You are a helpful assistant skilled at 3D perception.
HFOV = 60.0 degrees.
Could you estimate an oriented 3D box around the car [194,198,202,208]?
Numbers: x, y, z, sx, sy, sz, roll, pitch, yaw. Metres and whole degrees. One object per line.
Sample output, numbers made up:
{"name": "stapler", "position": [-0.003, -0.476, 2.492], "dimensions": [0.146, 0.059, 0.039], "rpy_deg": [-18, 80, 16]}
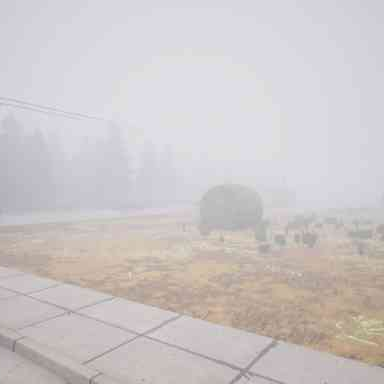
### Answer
{"name": "car", "position": [2.043, 1.552, 47.183], "dimensions": [1.812, 1.442, 4.674], "rpy_deg": [0, 0, 36]}

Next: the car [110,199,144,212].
{"name": "car", "position": [-7.803, 1.590, 40.058], "dimensions": [1.994, 1.385, 4.181], "rpy_deg": [0, 0, 36]}

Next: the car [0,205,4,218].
{"name": "car", "position": [-17.734, 1.379, 26.596], "dimensions": [2.097, 1.767, 4.553], "rpy_deg": [0, 0, 36]}
